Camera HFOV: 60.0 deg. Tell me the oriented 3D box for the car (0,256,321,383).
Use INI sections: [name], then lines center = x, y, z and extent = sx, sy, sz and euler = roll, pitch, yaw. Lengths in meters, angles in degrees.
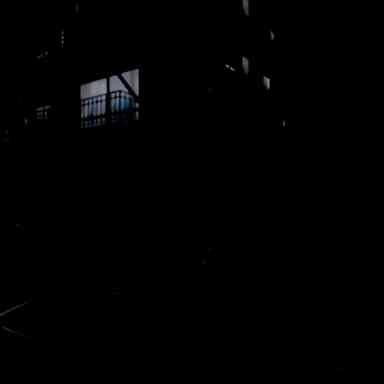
[car]
center = -0.890, 1.549, 3.510
extent = 4.313, 1.339, 1.947
euler = 0, 0, 35
